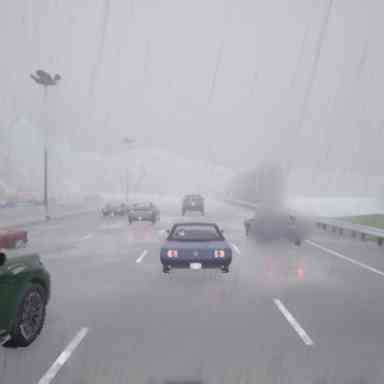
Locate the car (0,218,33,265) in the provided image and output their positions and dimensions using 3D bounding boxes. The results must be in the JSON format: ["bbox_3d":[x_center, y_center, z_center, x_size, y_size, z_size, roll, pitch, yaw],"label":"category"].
[{"bbox_3d":[-6.890,1.606,10.035,1.895,1.301,4.718,0,0,0],"label":"car"}]

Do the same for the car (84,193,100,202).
[{"bbox_3d":[-20.669,1.263,69.226,2.150,2.045,5.566,0,0,1],"label":"car"}]

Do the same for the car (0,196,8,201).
[{"bbox_3d":[-24.560,1.375,43.950,2.097,1.767,4.553,0,0,0],"label":"car"}]

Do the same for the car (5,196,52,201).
[{"bbox_3d":[-17.582,1.511,36.070,2.128,1.511,4.902,0,0,0],"label":"car"}]

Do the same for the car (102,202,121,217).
[{"bbox_3d":[-6.890,1.618,30.966,1.895,1.301,4.718,0,0,0],"label":"car"}]

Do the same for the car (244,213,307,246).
[{"bbox_3d":[3.605,1.609,15.311,1.895,1.301,4.718,0,0,0],"label":"car"}]

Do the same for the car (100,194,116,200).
[{"bbox_3d":[-17.166,1.561,69.313,1.812,1.442,4.674,0,0,1],"label":"car"}]

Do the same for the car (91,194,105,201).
[{"bbox_3d":[-23.828,1.336,84.340,2.097,1.767,4.553,0,0,1],"label":"car"}]

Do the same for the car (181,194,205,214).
[{"bbox_3d":[0.110,1.240,34.026,2.150,2.045,5.566,0,0,0],"label":"car"}]

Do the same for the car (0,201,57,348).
[{"bbox_3d":[-3.399,1.223,3.138,2.150,2.045,5.566,0,0,0],"label":"car"}]

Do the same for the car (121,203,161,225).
[{"bbox_3d":[-3.394,1.505,24.146,2.128,1.511,4.902,0,0,0],"label":"car"}]

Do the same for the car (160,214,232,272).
[{"bbox_3d":[0.104,1.607,10.734,1.895,1.301,4.718,0,0,0],"label":"car"}]

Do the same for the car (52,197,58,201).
[{"bbox_3d":[-27.794,1.575,64.145,2.033,1.411,5.357,0,0,1],"label":"car"}]
